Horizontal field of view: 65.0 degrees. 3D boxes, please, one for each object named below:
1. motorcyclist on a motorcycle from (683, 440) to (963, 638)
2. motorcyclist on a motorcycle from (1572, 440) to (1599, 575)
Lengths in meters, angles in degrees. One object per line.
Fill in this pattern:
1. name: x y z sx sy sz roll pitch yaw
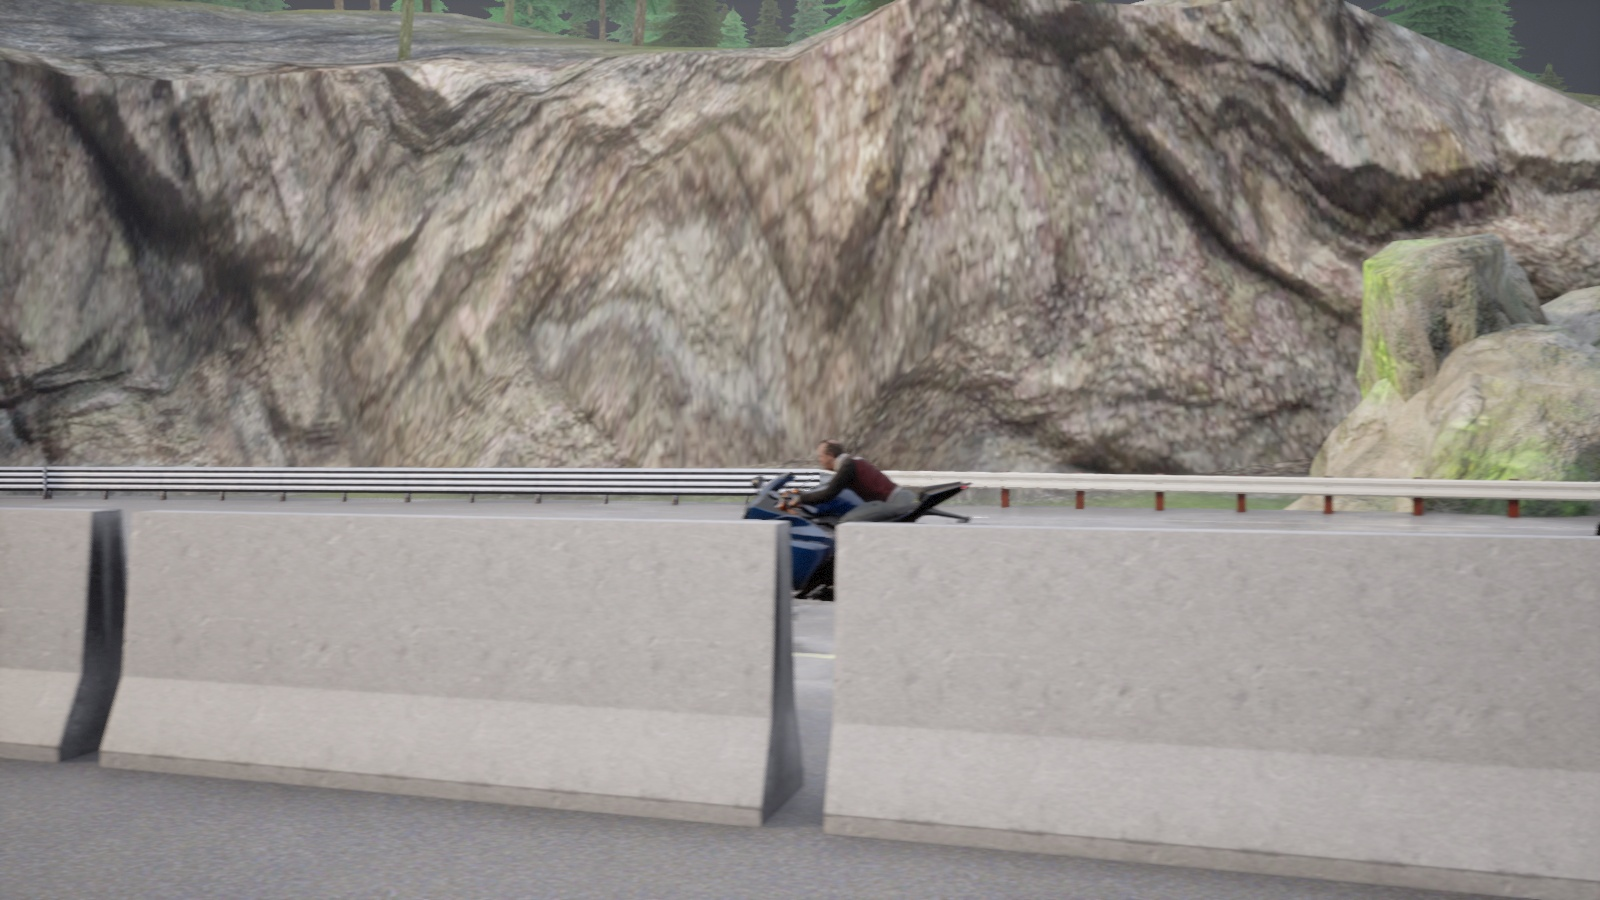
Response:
1. motorcyclist on a motorcycle: 0.201 0.692 10.573 2.191 1.530 0.866 0 2 18
2. motorcyclist on a motorcycle: 10.261 0.667 14.469 2.191 1.530 0.866 1 2 21
